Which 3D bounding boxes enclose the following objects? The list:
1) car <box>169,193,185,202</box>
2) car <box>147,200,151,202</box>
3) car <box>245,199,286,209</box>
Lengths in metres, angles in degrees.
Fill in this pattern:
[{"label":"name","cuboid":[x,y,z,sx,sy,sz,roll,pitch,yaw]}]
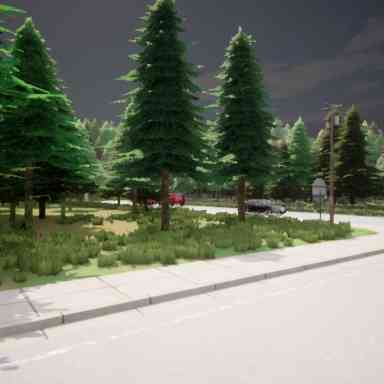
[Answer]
[{"label":"car","cuboid":[-3.221,1.196,53.427,2.150,2.045,5.566,0,0,-34]},{"label":"car","cuboid":[-6.409,1.198,51.725,2.150,2.045,5.566,0,0,-34]},{"label":"car","cuboid":[6.864,1.458,32.060,2.128,1.511,4.902,0,0,-33]}]
